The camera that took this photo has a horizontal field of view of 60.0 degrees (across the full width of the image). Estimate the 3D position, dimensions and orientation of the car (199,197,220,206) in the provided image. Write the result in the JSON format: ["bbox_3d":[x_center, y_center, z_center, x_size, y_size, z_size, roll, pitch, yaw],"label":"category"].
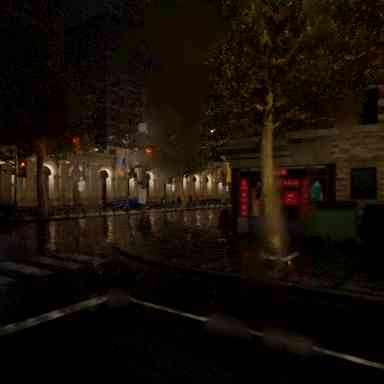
[{"bbox_3d":[2.917,1.563,54.973,1.994,1.385,4.181,0,0,36],"label":"car"}]

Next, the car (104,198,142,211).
[{"bbox_3d":[-7.735,1.477,40.237,1.882,1.535,5.008,0,0,36],"label":"car"}]

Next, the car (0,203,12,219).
[{"bbox_3d":[-17.307,1.506,26.963,1.837,1.490,4.892,0,0,36],"label":"car"}]

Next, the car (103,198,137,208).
[{"bbox_3d":[-10.340,1.594,47.994,1.895,1.301,4.718,0,0,36],"label":"car"}]
